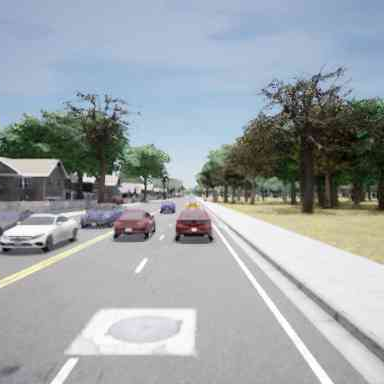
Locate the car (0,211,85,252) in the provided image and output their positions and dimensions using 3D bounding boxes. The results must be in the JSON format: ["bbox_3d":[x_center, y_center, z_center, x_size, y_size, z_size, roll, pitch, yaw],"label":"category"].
[{"bbox_3d":[-6.583,1.693,14.914,1.812,1.442,4.674,0,-1,0],"label":"car"}]

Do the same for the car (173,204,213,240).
[{"bbox_3d":[0.102,1.683,18.465,1.882,1.535,5.008,0,0,0],"label":"car"}]

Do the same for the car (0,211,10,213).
[{"bbox_3d":[-9.748,1.627,13.608,1.994,1.385,4.181,0,4,0],"label":"car"}]

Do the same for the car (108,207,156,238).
[{"bbox_3d":[-3.147,1.734,18.805,1.812,1.442,4.674,0,0,0],"label":"car"}]

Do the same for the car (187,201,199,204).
[{"bbox_3d":[0.105,1.961,44.276,1.882,1.535,5.008,0,0,0],"label":"car"}]

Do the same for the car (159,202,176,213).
[{"bbox_3d":[-3.144,2.009,44.260,1.812,1.442,4.674,0,0,0],"label":"car"}]

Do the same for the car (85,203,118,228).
[{"bbox_3d":[-6.558,1.623,24.543,2.097,1.767,4.553,0,-1,0],"label":"car"}]
